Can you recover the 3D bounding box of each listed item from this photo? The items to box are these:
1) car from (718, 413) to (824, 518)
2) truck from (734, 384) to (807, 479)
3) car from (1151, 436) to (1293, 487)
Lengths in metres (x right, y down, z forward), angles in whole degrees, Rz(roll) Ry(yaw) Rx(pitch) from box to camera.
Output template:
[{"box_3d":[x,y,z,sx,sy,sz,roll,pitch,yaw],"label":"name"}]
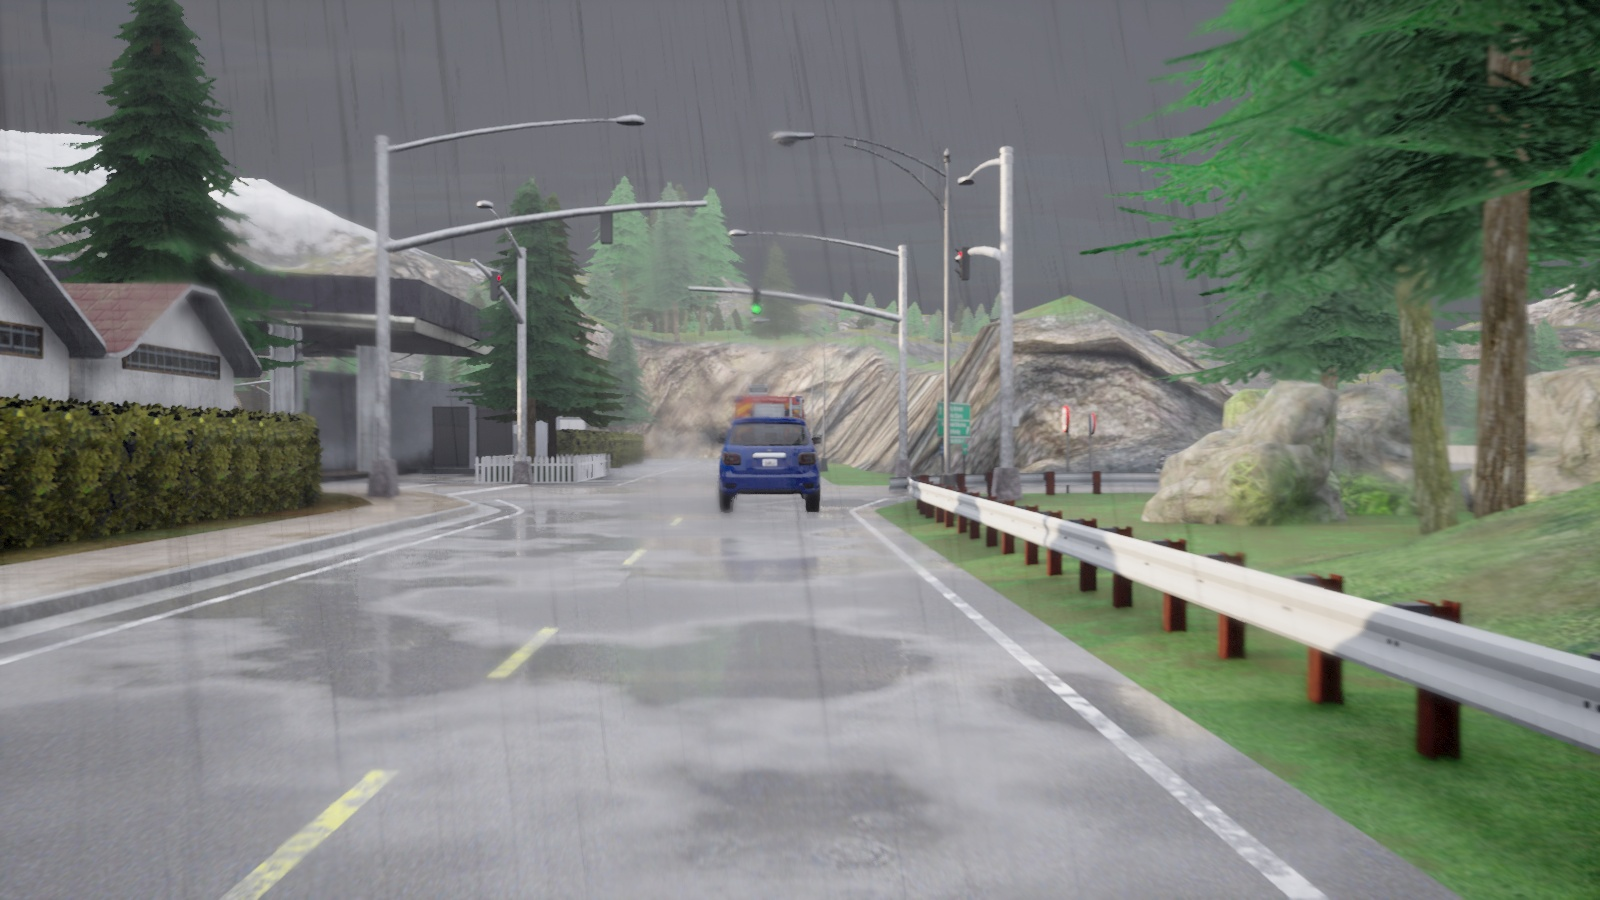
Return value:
[{"box_3d":[-0.657,0.229,28.417,2.150,2.045,5.566,0,3,-1],"label":"car"},{"box_3d":[-1.273,-0.761,54.466,2.891,3.827,8.468,0,0,-1],"label":"truck"},{"box_3d":[12.625,0.337,37.706,3.633,1.501,1.845,0,0,-2],"label":"car"}]
